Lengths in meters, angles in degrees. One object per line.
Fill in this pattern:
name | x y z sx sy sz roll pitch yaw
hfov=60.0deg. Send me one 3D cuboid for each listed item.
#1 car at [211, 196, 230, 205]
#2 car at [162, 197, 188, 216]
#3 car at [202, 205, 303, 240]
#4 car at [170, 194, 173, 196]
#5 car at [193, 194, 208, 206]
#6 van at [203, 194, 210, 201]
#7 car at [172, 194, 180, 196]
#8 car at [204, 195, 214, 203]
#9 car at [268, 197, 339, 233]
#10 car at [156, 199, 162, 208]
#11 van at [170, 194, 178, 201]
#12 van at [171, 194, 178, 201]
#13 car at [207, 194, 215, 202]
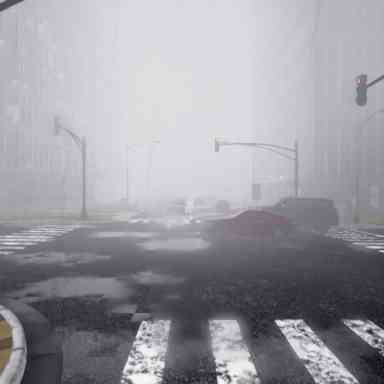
car | 3.804 1.579 41.840 1.947 1.339 4.313 0 0 0
car | -1.599 1.564 33.645 2.033 1.411 5.357 0 0 0
car | 2.857 1.573 16.817 4.674 1.442 1.812 1 0 -3
car | -4.284 1.563 63.892 1.947 1.339 4.313 0 0 0
car | 1.206 1.532 53.286 1.812 1.442 4.674 0 0 0
van | 3.477 1.320 80.531 1.690 1.788 3.998 0 0 0
car | -1.739 1.498 54.741 2.128 1.511 4.902 0 0 0
car | 3.556 1.431 69.476 1.967 1.590 4.097 0 0 0
car | 6.001 1.309 20.240 5.566 2.045 2.150 3 0 -3
car | -4.165 1.592 47.309 1.802 1.307 4.206 0 0 0
van | -4.403 1.320 80.474 1.690 1.788 3.998 0 0 0
van | -4.443 1.314 86.001 1.690 1.788 3.998 0 0 0
car | 3.596 1.312 63.948 2.192 1.841 5.009 0 0 0
